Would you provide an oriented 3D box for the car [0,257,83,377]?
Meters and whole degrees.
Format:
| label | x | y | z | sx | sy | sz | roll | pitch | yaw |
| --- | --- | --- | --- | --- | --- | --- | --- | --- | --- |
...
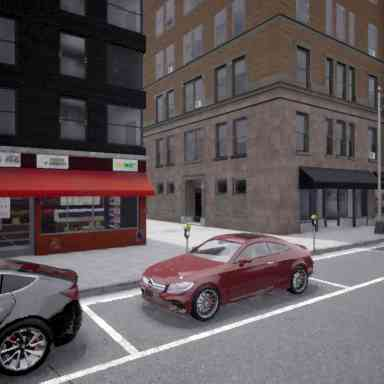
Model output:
| label | x | y | z | sx | sy | sz | roll | pitch | yaw |
| --- | --- | --- | --- | --- | --- | --- | --- | --- | --- |
| car | -3.550 | 1.566 | 4.003 | 4.313 | 1.339 | 1.947 | 0 | 0 | -35 |

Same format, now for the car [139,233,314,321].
| label | x | y | z | sx | sy | sz | roll | pitch | yaw |
| --- | --- | --- | --- | --- | --- | --- | --- | --- | --- |
| car | 0.931 | 1.582 | 7.195 | 4.206 | 1.307 | 1.802 | 0 | 0 | -35 |
